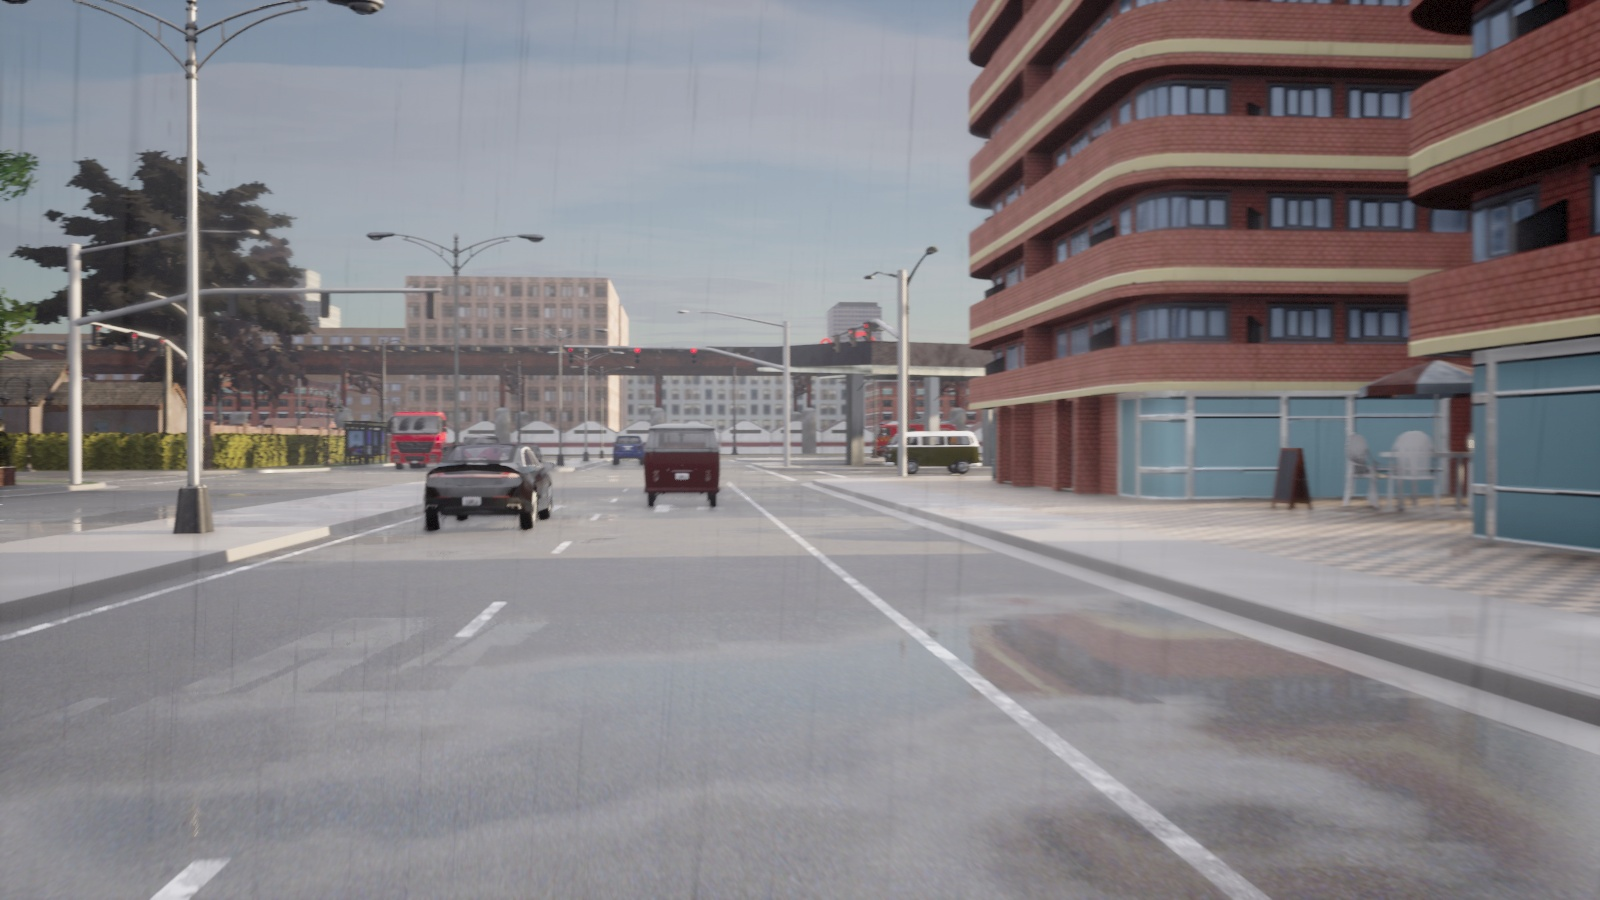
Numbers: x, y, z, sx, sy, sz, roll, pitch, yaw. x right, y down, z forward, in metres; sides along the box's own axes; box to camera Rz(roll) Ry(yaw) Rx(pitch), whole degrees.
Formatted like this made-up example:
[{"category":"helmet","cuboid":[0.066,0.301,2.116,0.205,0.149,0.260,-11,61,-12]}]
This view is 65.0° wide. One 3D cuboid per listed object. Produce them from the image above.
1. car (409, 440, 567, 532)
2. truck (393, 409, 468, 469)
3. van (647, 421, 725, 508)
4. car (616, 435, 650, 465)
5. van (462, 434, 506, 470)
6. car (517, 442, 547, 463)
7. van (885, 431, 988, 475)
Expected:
[{"category":"car","cuboid":[-5.605,0.574,23.231,2.128,1.511,4.902,0,0,-5]},{"category":"truck","cuboid":[-22.125,-0.651,75.543,2.891,3.462,7.936,0,0,-6]},{"category":"van","cuboid":[-2.818,0.325,30.956,1.775,1.987,4.442,0,0,-5]},{"category":"car","cuboid":[-11.737,-0.027,88.392,2.150,2.045,5.566,0,0,-5]},{"category":"van","cuboid":[-18.316,0.097,72.915,1.775,1.987,4.442,0,0,-5]},{"category":"car","cuboid":[-20.505,0.193,96.187,1.789,1.549,3.705,0,0,-5]},{"category":"van","cuboid":[6.460,0.131,59.619,4.480,2.038,2.069,0,0,-7]}]
